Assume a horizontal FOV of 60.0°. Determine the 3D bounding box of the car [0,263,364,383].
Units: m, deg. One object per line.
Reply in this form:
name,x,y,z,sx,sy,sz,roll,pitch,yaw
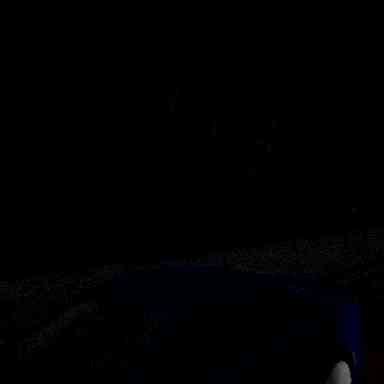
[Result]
car,-0.260,1.532,3.078,5.008,1.535,1.882,1,-1,-40
